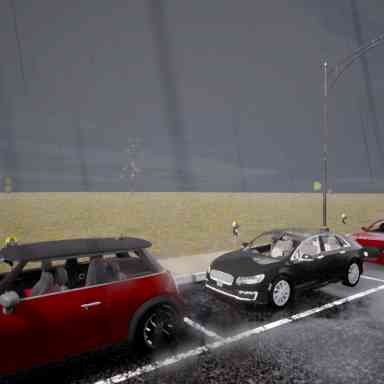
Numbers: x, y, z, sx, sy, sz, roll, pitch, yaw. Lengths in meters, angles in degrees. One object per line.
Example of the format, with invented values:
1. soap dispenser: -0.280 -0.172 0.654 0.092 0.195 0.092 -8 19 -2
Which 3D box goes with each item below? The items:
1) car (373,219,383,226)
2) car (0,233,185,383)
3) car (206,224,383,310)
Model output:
1. car: 6.821 1.548 10.969 4.507 1.381 1.887 0 1 -36
2. car: -2.186 1.440 4.528 4.097 1.590 1.967 0 1 -36
3. car: 2.317 1.552 7.749 4.403 1.369 2.008 0 1 -36
